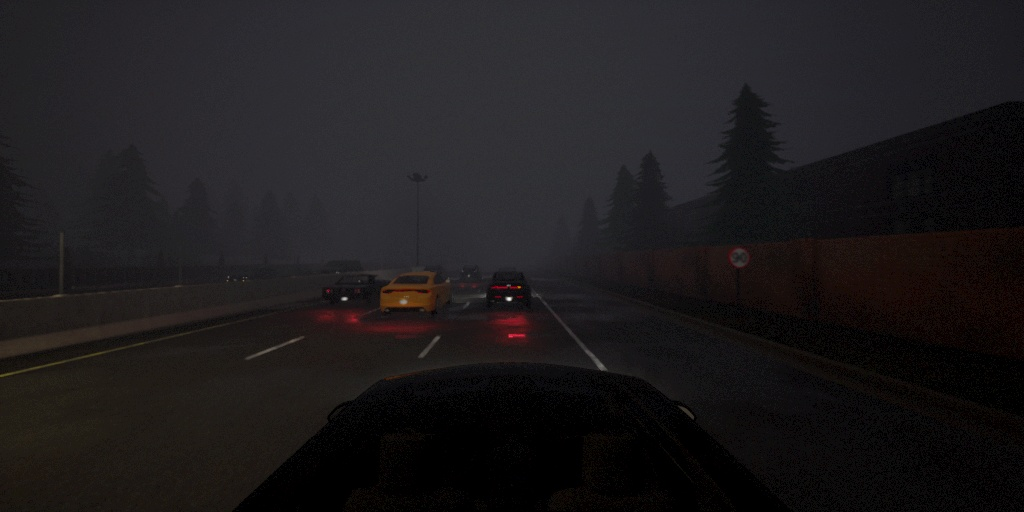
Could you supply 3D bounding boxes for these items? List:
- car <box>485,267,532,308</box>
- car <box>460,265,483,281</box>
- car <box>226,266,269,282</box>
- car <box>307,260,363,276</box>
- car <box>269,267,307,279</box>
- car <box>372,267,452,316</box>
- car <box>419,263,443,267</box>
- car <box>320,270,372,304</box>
[{"bbox_3d":[-0.152,1.417,16.318,1.837,1.490,4.892,0,0,-1],"label":"car"},{"bbox_3d":[-3.919,1.618,34.784,2.128,1.511,4.902,0,-1,-1],"label":"car"},{"bbox_3d":[-21.552,1.646,30.226,1.837,1.490,4.892,0,-1,-1],"label":"car"},{"bbox_3d":[-14.555,1.341,30.391,2.150,2.045,5.566,0,-1,-1],"label":"car"},{"bbox_3d":[-18.054,1.694,30.436,1.994,1.385,4.181,0,-1,-1],"label":"car"},{"bbox_3d":[-3.621,1.379,14.337,1.882,1.535,5.008,0,0,-1],"label":"car"},{"bbox_3d":[-7.420,1.644,34.803,1.837,1.490,4.892,0,-1,-1],"label":"car"},{"bbox_3d":[-7.169,1.550,17.484,1.895,1.301,4.718,0,-1,-1],"label":"car"}]
